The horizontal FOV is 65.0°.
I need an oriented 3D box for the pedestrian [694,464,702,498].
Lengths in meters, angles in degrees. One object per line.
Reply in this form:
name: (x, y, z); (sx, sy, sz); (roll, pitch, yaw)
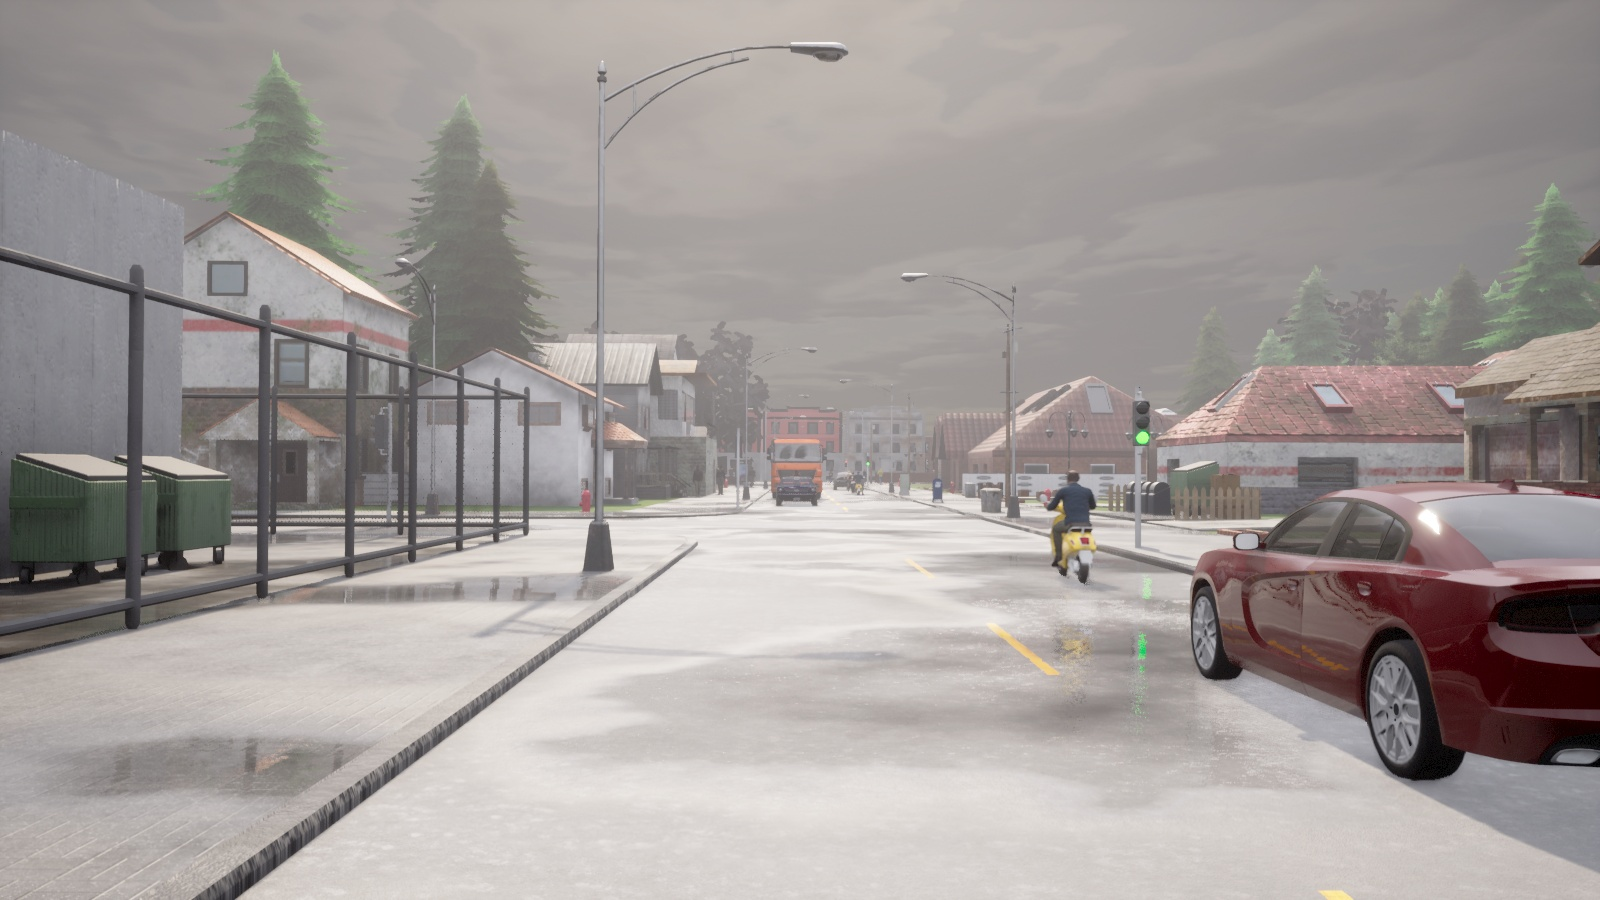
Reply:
pedestrian: (-5.584, 1.697, 68.709); (0.431, 1.840, 0.703); (0, -1, -1)

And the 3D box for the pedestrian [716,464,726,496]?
pedestrian: (-4.815, 1.824, 76.450); (0.402, 1.930, 0.666); (0, -1, 13)

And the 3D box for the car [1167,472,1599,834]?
car: (3.981, 0.908, 7.871); (1.882, 1.535, 5.008); (0, -1, 0)

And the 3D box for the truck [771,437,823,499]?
truck: (-0.181, 1.069, 73.756); (2.891, 3.462, 7.936); (0, -1, 0)

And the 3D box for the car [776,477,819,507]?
car: (-0.144, 1.881, 57.626); (1.895, 1.301, 4.718); (0, -1, 0)

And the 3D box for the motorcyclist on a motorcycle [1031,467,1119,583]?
motorcyclist on a motorcycle: (3.961, 1.058, 18.229); (0.866, 1.590, 1.817); (0, -1, 0)
